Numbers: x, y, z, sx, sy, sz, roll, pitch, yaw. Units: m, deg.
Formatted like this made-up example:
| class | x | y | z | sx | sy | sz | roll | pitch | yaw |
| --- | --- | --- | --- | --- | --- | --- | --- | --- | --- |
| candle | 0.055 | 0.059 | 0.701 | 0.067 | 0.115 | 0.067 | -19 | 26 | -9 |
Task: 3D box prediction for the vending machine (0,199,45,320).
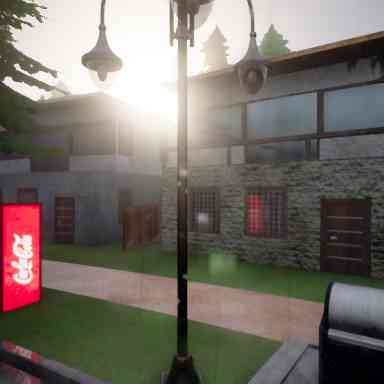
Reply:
| class | x | y | z | sx | sy | sz | roll | pitch | yaw |
| --- | --- | --- | --- | --- | --- | --- | --- | --- | --- |
| vending machine | -3.586 | 1.194 | 6.379 | 0.880 | 2.100 | 1.100 | 0 | 0 | 29 |
